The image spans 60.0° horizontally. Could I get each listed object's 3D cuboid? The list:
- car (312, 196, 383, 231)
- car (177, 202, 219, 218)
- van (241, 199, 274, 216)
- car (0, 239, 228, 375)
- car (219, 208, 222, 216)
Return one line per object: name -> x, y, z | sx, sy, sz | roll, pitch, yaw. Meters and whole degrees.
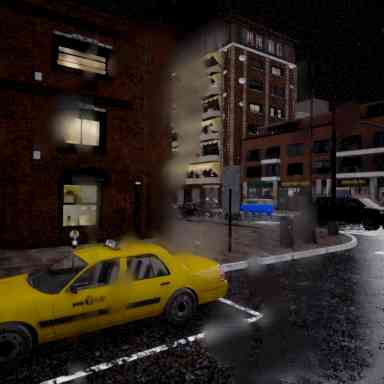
car -> 10.312, 1.287, 21.247 | 2.150, 2.045, 5.566 | 1, -1, -30
car -> 0.232, 1.730, 31.886 | 1.947, 1.339, 4.313 | 1, -1, -35
van -> 7.130, 1.654, 36.645 | 1.690, 1.788, 3.998 | 1, -1, -35
car -> -1.595, 1.526, 5.572 | 4.829, 1.417, 1.752 | 0, 1, -35
car -> 1.165, 1.757, 35.110 | 1.812, 1.442, 4.674 | 1, -1, -35
